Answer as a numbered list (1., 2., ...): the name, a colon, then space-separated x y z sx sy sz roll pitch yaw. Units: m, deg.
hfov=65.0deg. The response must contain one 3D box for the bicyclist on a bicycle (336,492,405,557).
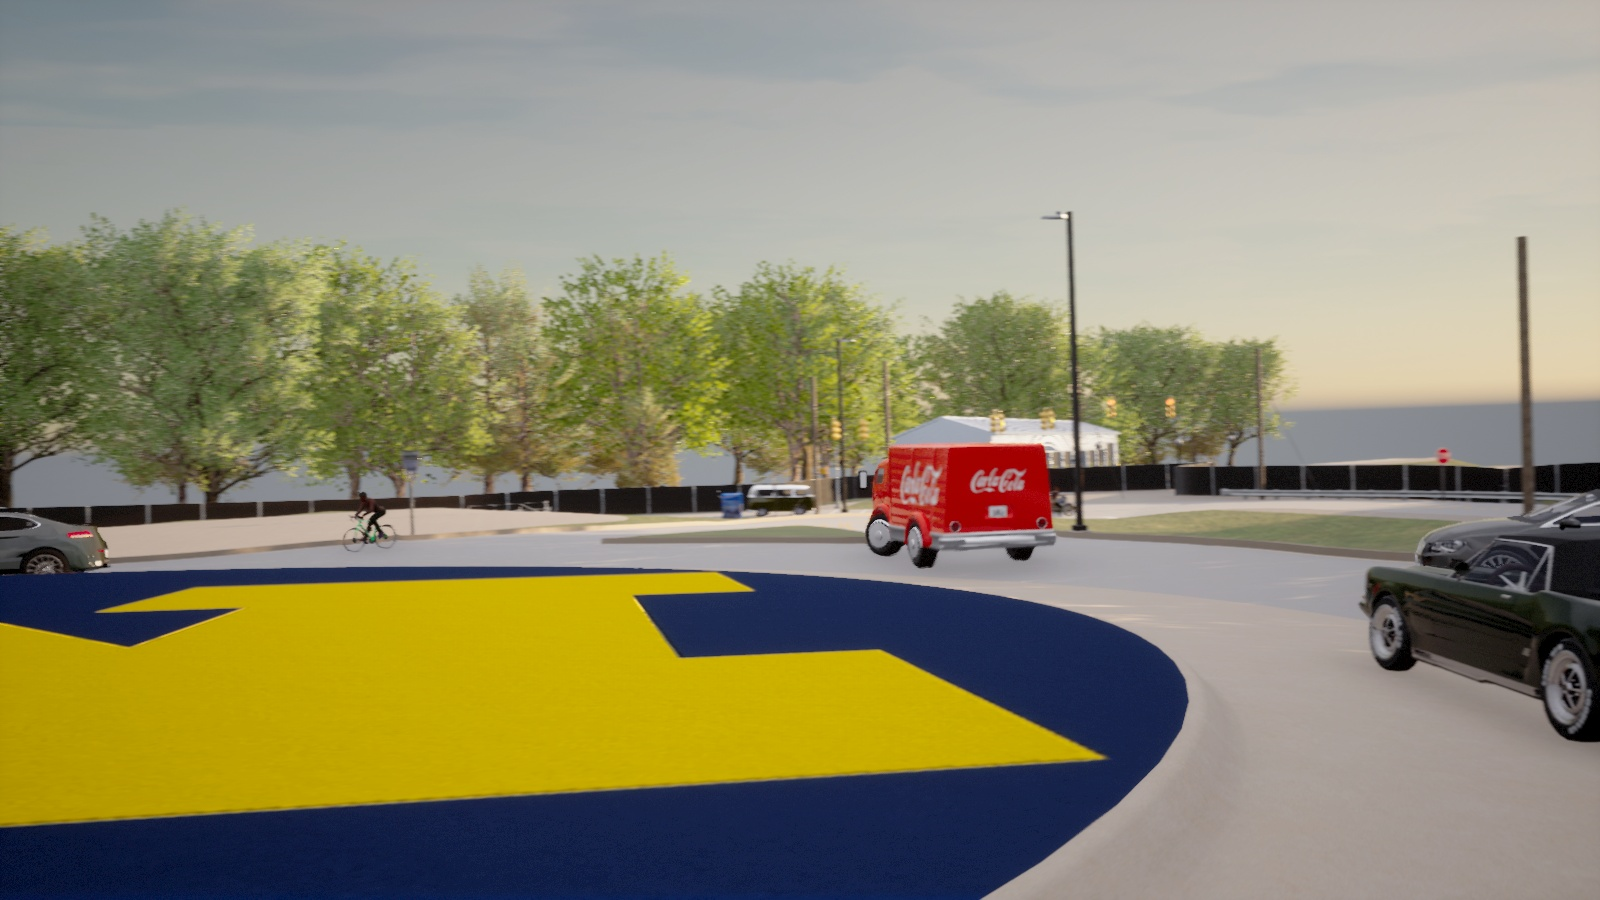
1. bicyclist on a bicycle: -11.690 2.002 34.227 0.582 1.620 1.656 -1 1 38

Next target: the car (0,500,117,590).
1. car: -16.965 2.055 25.613 5.027 1.651 2.152 -3 -5 -21

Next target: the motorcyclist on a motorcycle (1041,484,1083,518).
1. motorcyclist on a motorcycle: 13.534 2.609 64.896 2.350 1.649 0.766 -2 0 -40

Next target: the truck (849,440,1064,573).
1. truck: 3.148 1.070 26.695 2.627 2.467 5.204 -2 0 -16

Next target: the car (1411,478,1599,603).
1. car: 10.959 1.166 16.758 4.902 1.511 2.128 -1 0 23

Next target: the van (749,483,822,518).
1. van: -0.896 3.230 80.170 4.480 2.038 2.069 -1 1 5

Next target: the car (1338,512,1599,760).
1. car: 5.739 1.243 9.075 1.895 1.301 4.718 4 -1 4
